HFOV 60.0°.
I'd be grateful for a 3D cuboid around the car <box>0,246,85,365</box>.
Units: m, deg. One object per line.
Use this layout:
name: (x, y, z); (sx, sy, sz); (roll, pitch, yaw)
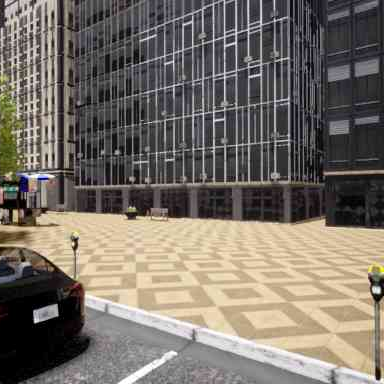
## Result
car: (-3.531, 1.566, 5.406); (4.313, 1.339, 1.947); (0, 0, 36)
